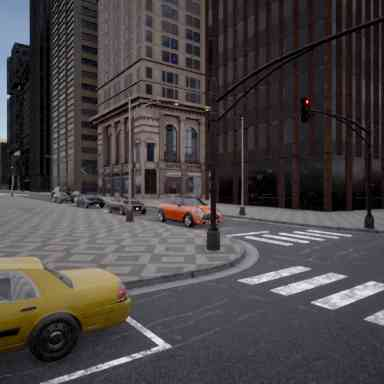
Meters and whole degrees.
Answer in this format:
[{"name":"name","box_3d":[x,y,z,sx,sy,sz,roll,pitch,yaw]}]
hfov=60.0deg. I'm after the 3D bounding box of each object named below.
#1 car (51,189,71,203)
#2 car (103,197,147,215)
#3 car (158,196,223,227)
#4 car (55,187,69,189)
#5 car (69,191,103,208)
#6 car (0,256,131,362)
[{"name":"car","box_3d":[-16.667,0.662,43.156,1.837,1.490,4.892,0,1,-36]},{"name":"car","box_3d":[-5.399,1.088,27.372,1.994,1.385,4.181,0,1,-36]},{"name":"car","box_3d":[-0.200,1.050,20.116,2.097,1.767,4.553,0,1,-36]},{"name":"car","box_3d":[-21.929,0.133,55.767,2.150,2.045,5.566,0,1,-36]},{"name":"car","box_3d":[-10.826,0.893,34.952,2.033,1.411,5.357,0,1,-35]},{"name":"car","box_3d":[-3.233,1.525,4.343,4.829,1.417,1.752,0,0,-36]}]
